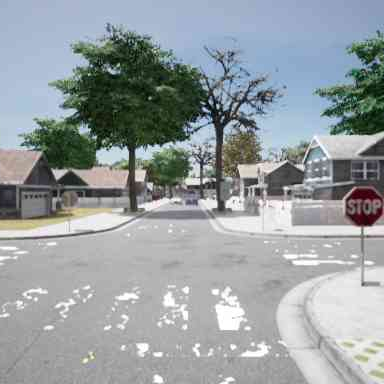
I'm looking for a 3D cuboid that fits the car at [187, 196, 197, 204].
[{"bbox_3d":[-0.058,1.576,66.712,1.994,1.385,4.181,0,0,0],"label":"car"}]

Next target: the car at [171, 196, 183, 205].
[{"bbox_3d":[-2.803,1.536,60.461,1.812,1.442,4.674,0,0,0],"label":"car"}]

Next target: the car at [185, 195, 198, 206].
[{"bbox_3d":[-0.049,1.362,56.646,2.097,1.767,4.553,0,0,0],"label":"car"}]
